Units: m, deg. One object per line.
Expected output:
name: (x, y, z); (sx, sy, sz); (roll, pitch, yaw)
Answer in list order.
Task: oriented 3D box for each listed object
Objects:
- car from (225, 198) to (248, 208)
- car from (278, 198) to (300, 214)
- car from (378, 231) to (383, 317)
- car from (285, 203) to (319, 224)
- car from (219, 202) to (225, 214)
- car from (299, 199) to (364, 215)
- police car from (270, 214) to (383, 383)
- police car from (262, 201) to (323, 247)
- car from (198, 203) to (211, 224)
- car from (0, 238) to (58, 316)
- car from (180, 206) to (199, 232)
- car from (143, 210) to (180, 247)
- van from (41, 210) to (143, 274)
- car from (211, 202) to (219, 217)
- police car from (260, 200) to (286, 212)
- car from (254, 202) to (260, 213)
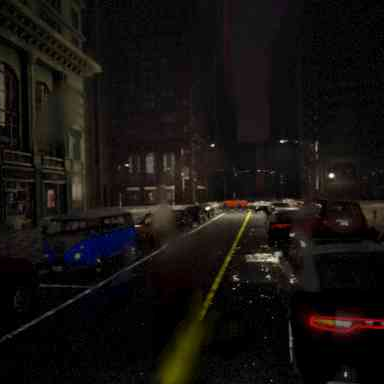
car: (7.359, 1.797, 57.028); (2.097, 1.767, 4.553); (-1, -1, -41)
car: (10.674, 1.551, 36.996); (1.967, 1.590, 4.097); (-2, -1, 11)
car: (4.008, 1.370, 3.844); (1.967, 1.590, 4.097); (-2, -1, 11)
car: (8.456, 1.613, 25.944); (1.947, 1.339, 4.313); (-2, -1, 11)
car: (2.323, 1.913, 38.672); (2.008, 1.369, 4.403); (-2, -1, 11)
car: (6.226, 1.302, 14.895); (2.192, 1.841, 5.009); (-2, -1, 11)
police car: (2.455, 1.417, 5.547); (1.930, 1.638, 5.238); (-2, -1, 11)
police car: (4.395, 1.469, 15.357); (1.930, 1.638, 5.238); (-2, -1, 11)
car: (0.101, 1.865, 27.620); (1.947, 1.339, 4.313); (-2, -1, 11)
car: (-4.342, 1.763, 5.516); (1.802, 1.307, 4.206); (-2, -1, 11)
car: (-1.009, 1.850, 22.094); (1.802, 1.307, 4.206); (-2, -1, 11)
car: (-2.155, 1.763, 16.402); (1.752, 1.417, 4.829); (-2, -1, 11)
van: (-3.239, 1.551, 11.045); (1.690, 1.788, 3.998); (-2, -1, 11)
car: (1.212, 1.896, 33.145); (1.947, 1.339, 4.313); (-2, -1, 11)
police car: (5.577, 1.500, 21.239); (1.930, 1.638, 5.238); (-2, -1, 11)
car: (8.339, 1.803, 39.343); (1.895, 1.301, 4.718); (-2, -1, 11)
